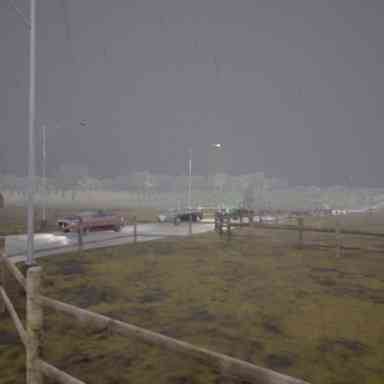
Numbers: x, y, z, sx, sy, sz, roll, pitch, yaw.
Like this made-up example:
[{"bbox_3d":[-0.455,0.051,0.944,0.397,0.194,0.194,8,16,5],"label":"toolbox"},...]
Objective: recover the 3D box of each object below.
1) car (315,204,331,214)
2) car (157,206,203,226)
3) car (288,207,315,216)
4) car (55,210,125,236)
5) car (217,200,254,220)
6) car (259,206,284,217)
[{"bbox_3d":[21.615,2.770,55.062,2.097,1.767,4.553,1,-1,37],"label":"car"},{"bbox_3d":[-0.939,1.948,27.994,2.128,1.511,4.902,1,-1,35],"label":"car"},{"bbox_3d":[14.649,2.677,45.114,1.895,1.301,4.718,1,-1,35],"label":"car"},{"bbox_3d":[-6.187,1.822,20.517,1.994,1.385,4.181,1,-1,36],"label":"car"},{"bbox_3d":[4.768,1.913,36.126,2.150,2.045,5.566,1,-1,35],"label":"car"},{"bbox_3d":[10.653,2.556,44.468,1.895,1.301,4.718,1,-1,36],"label":"car"}]
